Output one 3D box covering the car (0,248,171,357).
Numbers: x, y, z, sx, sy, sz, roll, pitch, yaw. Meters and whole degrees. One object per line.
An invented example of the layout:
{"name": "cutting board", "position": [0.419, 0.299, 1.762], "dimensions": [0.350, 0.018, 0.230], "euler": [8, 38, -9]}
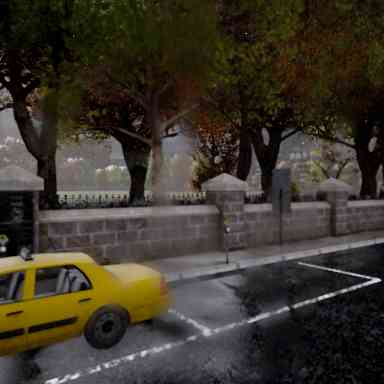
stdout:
{"name": "car", "position": [-2.629, 1.525, 4.684], "dimensions": [4.829, 1.417, 1.752], "euler": [0, 0, -35]}
